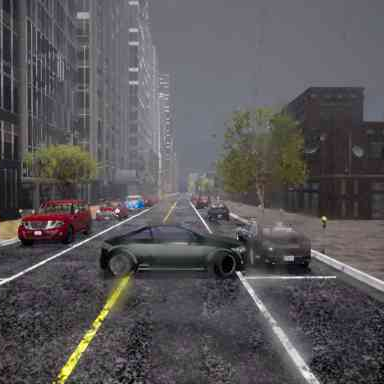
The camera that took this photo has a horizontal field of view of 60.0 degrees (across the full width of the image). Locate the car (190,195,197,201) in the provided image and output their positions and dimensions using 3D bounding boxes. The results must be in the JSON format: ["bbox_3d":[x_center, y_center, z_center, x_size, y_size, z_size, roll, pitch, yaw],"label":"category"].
[{"bbox_3d":[0.388,1.551,88.590,1.802,1.307,4.206,-1,0,-1],"label":"car"}]

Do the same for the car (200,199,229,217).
[{"bbox_3d":[2.016,1.543,26.996,2.008,1.369,4.403,-1,0,-1],"label":"car"}]

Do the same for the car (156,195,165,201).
[{"bbox_3d":[-7.841,1.496,82.679,1.752,1.417,4.829,-1,0,-1],"label":"car"}]

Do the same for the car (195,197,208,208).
[{"bbox_3d":[1.400,1.509,50.032,1.752,1.417,4.829,-1,0,-1],"label":"car"}]

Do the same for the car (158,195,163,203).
[{"bbox_3d":[-7.410,1.522,66.251,1.887,1.381,4.507,-1,0,-1],"label":"car"}]

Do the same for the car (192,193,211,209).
[{"bbox_3d":[1.546,1.301,44.329,2.192,1.841,5.009,-1,0,-1],"label":"car"}]

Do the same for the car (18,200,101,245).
[{"bbox_3d":[-6.188,1.310,15.725,2.192,1.841,5.009,-1,0,-1],"label":"car"}]

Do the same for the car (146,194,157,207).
[{"bbox_3d":[-6.977,1.299,49.652,2.192,1.841,5.009,-1,0,-1],"label":"car"}]

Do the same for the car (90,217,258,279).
[{"bbox_3d":[-0.467,1.557,9.536,4.181,1.385,1.994,0,0,-1],"label":"car"}]

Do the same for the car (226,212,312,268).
[{"bbox_3d":[2.550,1.548,11.137,2.008,1.369,4.403,-1,0,-1],"label":"car"}]

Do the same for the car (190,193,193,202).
[{"bbox_3d":[0.819,1.290,71.993,2.192,1.841,5.009,-1,0,-1],"label":"car"}]

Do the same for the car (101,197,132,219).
[{"bbox_3d":[-6.387,1.432,26.793,1.967,1.590,4.097,-1,0,-1],"label":"car"}]

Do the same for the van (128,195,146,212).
[{"bbox_3d":[-6.686,1.329,38.586,1.690,1.788,3.998,-1,0,-1],"label":"van"}]
